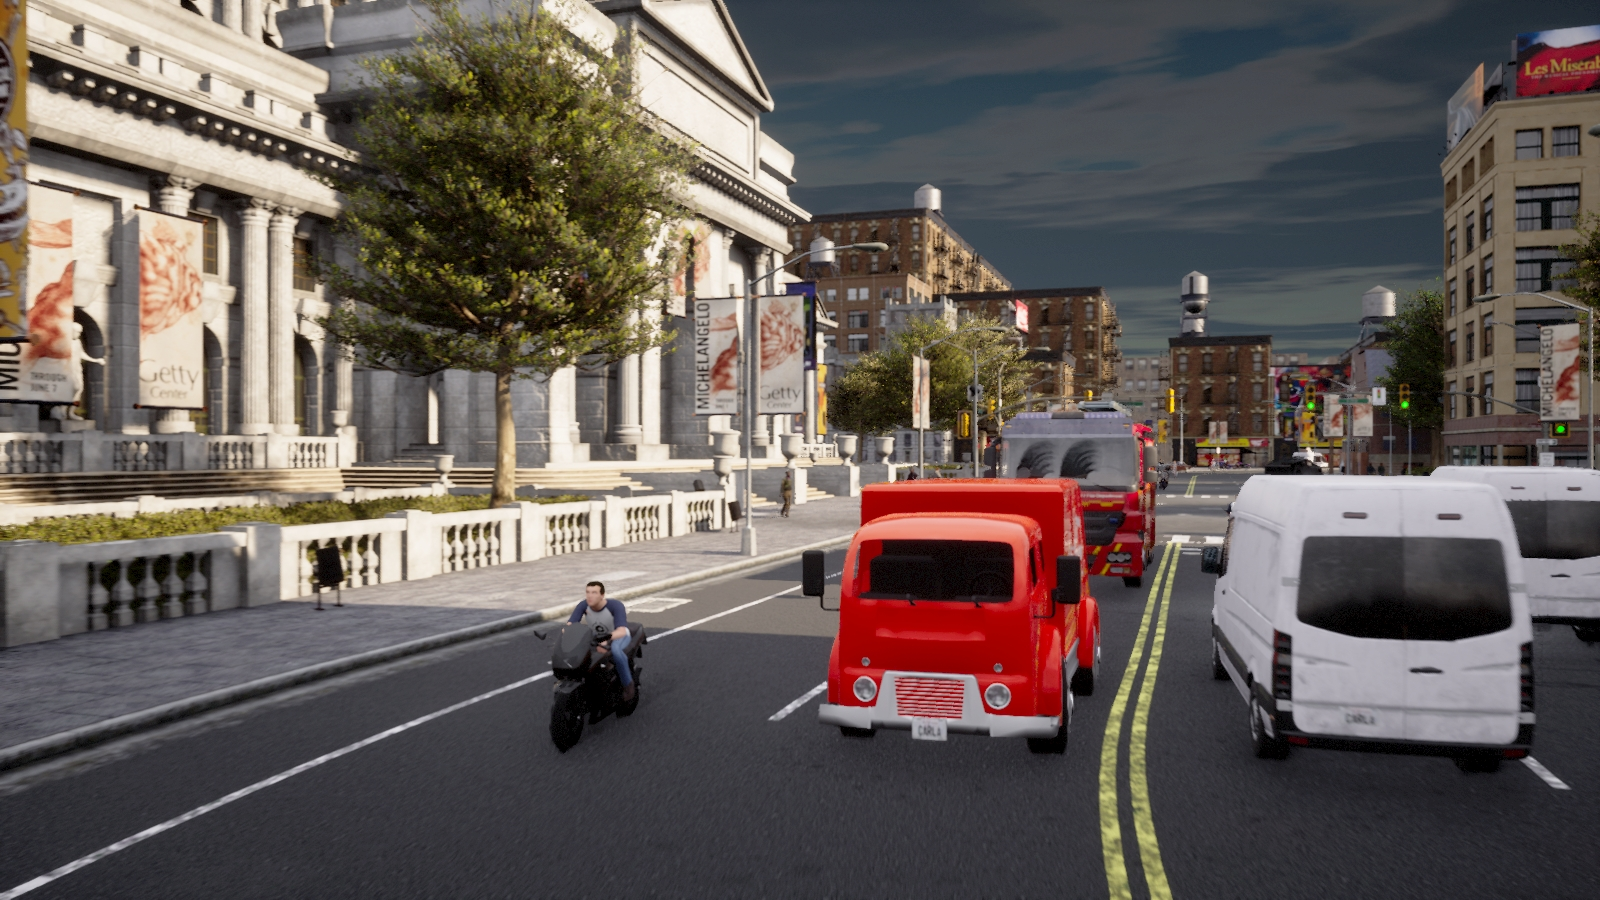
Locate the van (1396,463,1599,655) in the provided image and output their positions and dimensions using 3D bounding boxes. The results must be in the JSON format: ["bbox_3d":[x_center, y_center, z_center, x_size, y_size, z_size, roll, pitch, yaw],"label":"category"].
[{"bbox_3d":[11.419,1.539,18.773,1.988,2.561,5.915,0,0,19],"label":"van"}]

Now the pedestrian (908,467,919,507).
[{"bbox_3d":[5.255,1.698,52.874,0.375,1.860,0.375,0,0,32],"label":"pedestrian"}]

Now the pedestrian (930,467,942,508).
[{"bbox_3d":[6.246,1.698,52.460,0.375,1.860,0.375,0,0,39],"label":"pedestrian"}]

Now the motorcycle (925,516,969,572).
[{"bbox_3d":[3.532,2.214,27.280,0.803,1.145,2.033,0,0,14],"label":"motorcycle"}]

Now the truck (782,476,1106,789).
[{"bbox_3d":[1.848,1.568,12.290,2.627,2.467,5.204,0,0,17],"label":"truck"}]

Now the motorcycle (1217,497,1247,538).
[{"bbox_3d":[14.180,2.186,37.531,0.856,1.236,1.805,0,0,19],"label":"motorcycle"}]

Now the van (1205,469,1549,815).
[{"bbox_3d":[5.561,1.536,11.934,1.988,2.561,5.915,0,0,15],"label":"van"}]

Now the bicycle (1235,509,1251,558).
[{"bbox_3d":[11.878,2.214,30.656,0.329,1.171,1.835,0,0,18],"label":"bicycle"}]

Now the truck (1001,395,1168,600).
[{"bbox_3d":[6.680,0.893,25.796,2.891,3.827,8.468,0,0,19],"label":"truck"}]

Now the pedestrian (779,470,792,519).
[{"bbox_3d":[-0.554,1.696,44.029,0.375,1.860,0.375,0,0,-41],"label":"pedestrian"}]

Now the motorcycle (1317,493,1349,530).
[{"bbox_3d":[19.063,2.188,40.902,0.856,1.236,1.805,0,0,19],"label":"motorcycle"}]
